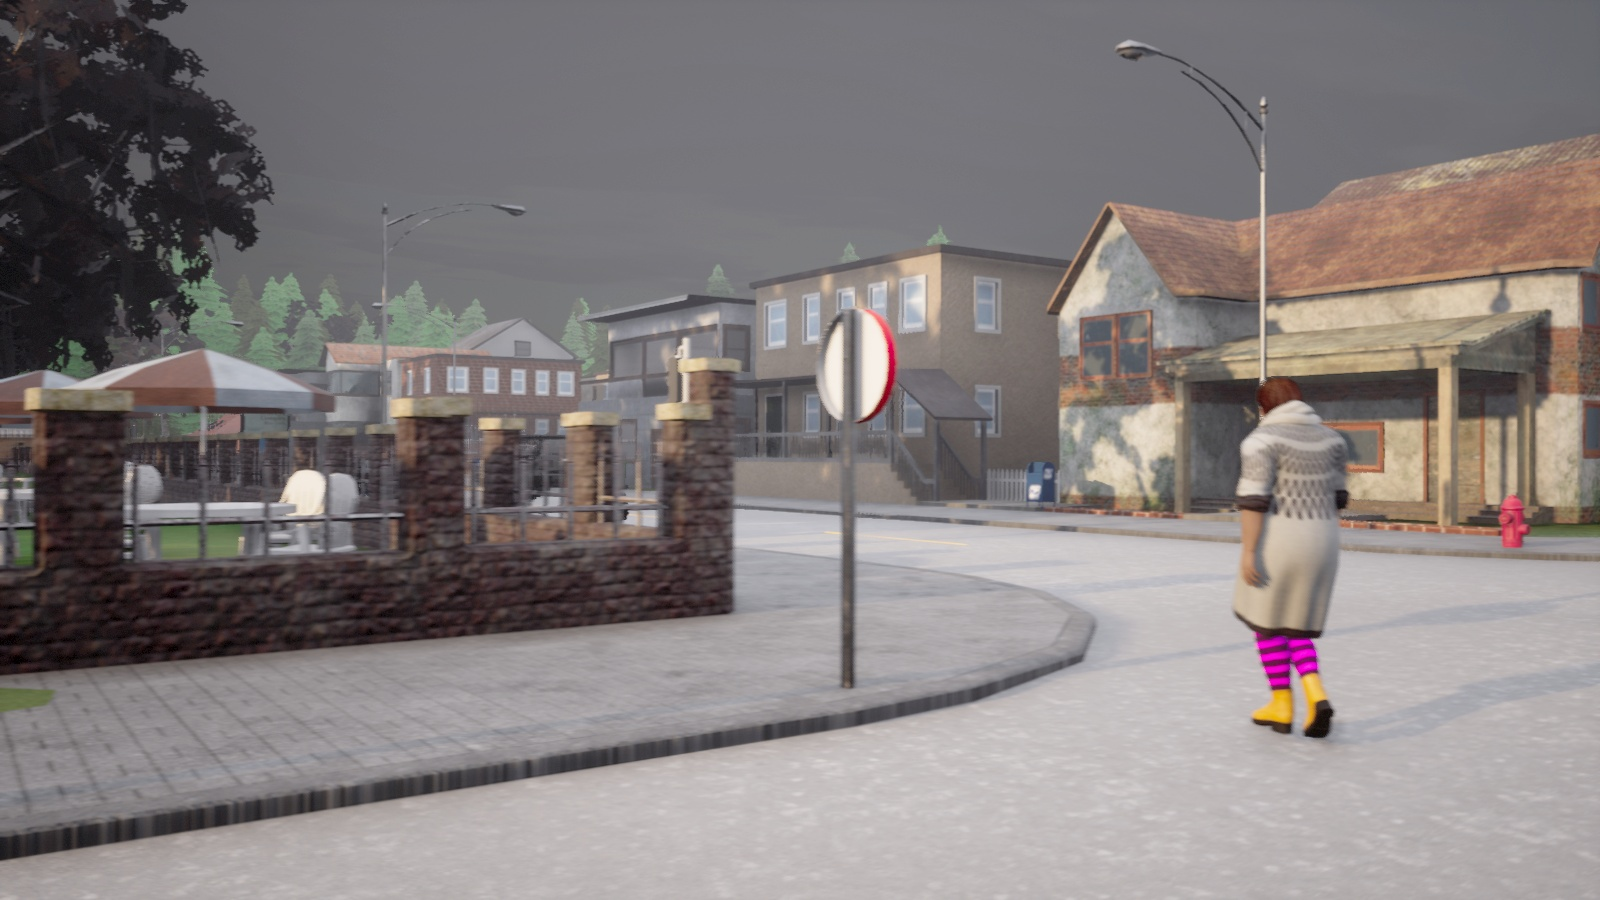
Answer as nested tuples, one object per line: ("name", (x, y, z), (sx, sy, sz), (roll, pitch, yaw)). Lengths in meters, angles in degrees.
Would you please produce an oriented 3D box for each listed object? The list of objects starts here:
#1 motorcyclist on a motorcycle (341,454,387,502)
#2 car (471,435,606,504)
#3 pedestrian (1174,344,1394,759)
("motorcyclist on a motorcycle", (-14.438, 0.912, 41.529), (0.866, 1.530, 2.191), (0, 0, -35))
("car", (-8.383, 0.579, 39.828), (2.150, 2.045, 5.566), (0, 0, -35))
("pedestrian", (2.440, 0.478, 6.413), (0.659, 1.952, 0.873), (0, 0, -14))
